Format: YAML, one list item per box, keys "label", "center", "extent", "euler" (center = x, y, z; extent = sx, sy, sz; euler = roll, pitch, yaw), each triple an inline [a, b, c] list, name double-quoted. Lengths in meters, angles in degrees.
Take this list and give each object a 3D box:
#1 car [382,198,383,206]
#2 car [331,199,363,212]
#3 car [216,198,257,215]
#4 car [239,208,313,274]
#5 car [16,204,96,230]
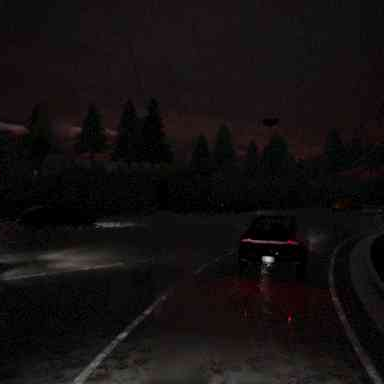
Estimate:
- label: "car"
  center: [35.204, 1.734, 57.663]
  extent: [4.902, 1.511, 2.128]
  euler: [0, 0, -36]
- label: "car"
  center: [19.451, 1.622, 41.549]
  extent: [5.008, 1.535, 1.882]
  euler: [0, 0, -36]
- label: "car"
  center: [4.739, 1.416, 35.030]
  extent: [4.553, 1.767, 2.097]
  euler: [0, 0, -36]
- label: "car"
  center: [2.829, 1.520, 10.873]
  extent: [2.128, 1.511, 4.902]
  euler: [0, 0, 21]
- label: "car"
  center: [-8.429, 1.509, 20.949]
  extent: [4.674, 1.442, 1.812]
  euler: [0, 0, -36]
